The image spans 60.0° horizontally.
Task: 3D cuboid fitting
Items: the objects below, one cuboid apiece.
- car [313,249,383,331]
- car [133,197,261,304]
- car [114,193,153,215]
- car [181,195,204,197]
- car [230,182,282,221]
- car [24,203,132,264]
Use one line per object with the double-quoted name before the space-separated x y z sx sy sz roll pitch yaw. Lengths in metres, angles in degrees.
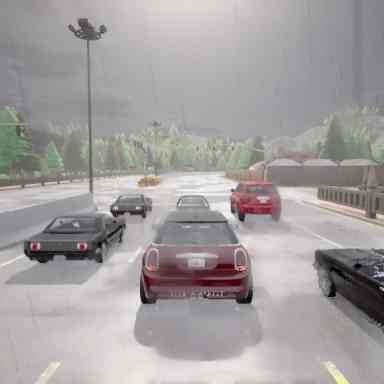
"car" 3.586 1.528 5.220 1.895 1.301 4.718 0 2 0
"car" 0.077 1.191 7.985 2.097 1.767 4.553 0 2 0
"car" -3.480 0.729 19.997 1.895 1.301 4.718 0 4 0
"car" 0.034 0.859 17.367 2.033 1.411 5.357 0 4 0
"car" 3.523 0.406 19.140 2.150 2.045 5.566 0 3 0
"car" -3.434 1.319 10.830 1.895 1.301 4.718 0 3 0
